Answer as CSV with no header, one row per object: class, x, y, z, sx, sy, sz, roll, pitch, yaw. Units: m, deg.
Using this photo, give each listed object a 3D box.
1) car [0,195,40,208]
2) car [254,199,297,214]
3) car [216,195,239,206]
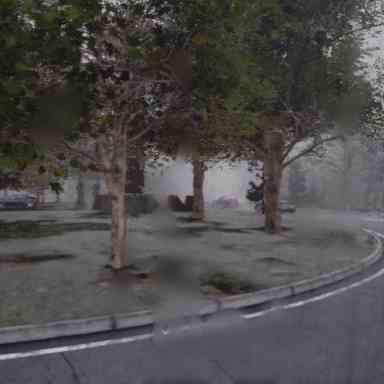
car,-19.381,1.029,36.417,4.902,1.511,2.128,0,1,-38
car,8.062,1.323,32.383,1.994,1.385,4.181,0,1,-34
car,4.736,1.151,44.665,1.812,1.442,4.674,0,1,-15
